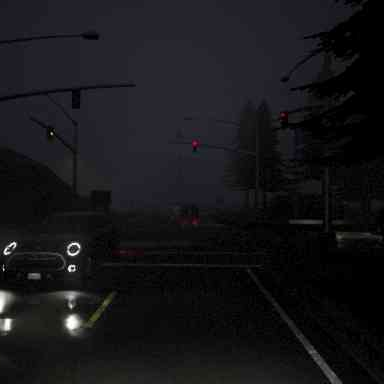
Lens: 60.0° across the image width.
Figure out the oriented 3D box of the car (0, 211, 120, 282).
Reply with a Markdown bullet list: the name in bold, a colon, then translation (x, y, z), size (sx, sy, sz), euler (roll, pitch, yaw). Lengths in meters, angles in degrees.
- **car**: translation (-3.677, 1.427, 10.110), size (2.097, 1.767, 4.553), euler (0, -1, 1)

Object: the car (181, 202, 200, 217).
- **car**: translation (-0.190, 1.879, 36.194), size (2.128, 1.511, 4.902), euler (0, -1, 1)

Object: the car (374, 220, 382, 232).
- **car**: translation (14.212, 1.864, 21.256), size (4.553, 1.767, 2.097), euler (0, -1, 0)
